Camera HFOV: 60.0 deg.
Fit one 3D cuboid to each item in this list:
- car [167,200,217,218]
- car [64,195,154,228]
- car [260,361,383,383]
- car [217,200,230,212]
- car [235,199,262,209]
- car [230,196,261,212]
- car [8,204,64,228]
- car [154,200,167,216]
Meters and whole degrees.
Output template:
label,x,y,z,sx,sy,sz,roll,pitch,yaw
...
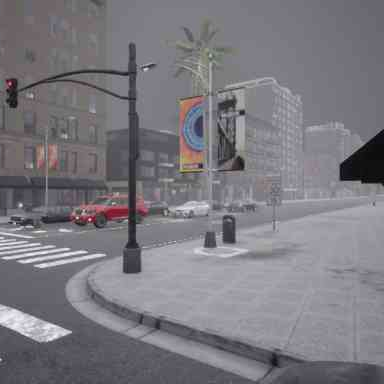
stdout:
label,x,y,z,sx,sy,sz,roll,pitch,yaw
car,0.128,1.564,30.811,1.812,1.442,4.674,0,0,35
car,-5.497,1.243,22.828,2.150,2.045,5.566,0,0,35
car,2.169,1.551,1.301,4.403,1.369,2.008,0,0,35
car,2.020,1.597,39.132,2.033,1.411,5.357,0,0,35
car,8.172,1.675,47.783,1.895,1.301,4.718,0,0,36
car,5.871,1.411,38.939,2.097,1.767,4.553,0,0,35
car,-9.488,1.561,22.816,2.033,1.411,5.357,0,0,35
car,-3.986,1.534,30.623,1.837,1.490,4.892,0,0,35
